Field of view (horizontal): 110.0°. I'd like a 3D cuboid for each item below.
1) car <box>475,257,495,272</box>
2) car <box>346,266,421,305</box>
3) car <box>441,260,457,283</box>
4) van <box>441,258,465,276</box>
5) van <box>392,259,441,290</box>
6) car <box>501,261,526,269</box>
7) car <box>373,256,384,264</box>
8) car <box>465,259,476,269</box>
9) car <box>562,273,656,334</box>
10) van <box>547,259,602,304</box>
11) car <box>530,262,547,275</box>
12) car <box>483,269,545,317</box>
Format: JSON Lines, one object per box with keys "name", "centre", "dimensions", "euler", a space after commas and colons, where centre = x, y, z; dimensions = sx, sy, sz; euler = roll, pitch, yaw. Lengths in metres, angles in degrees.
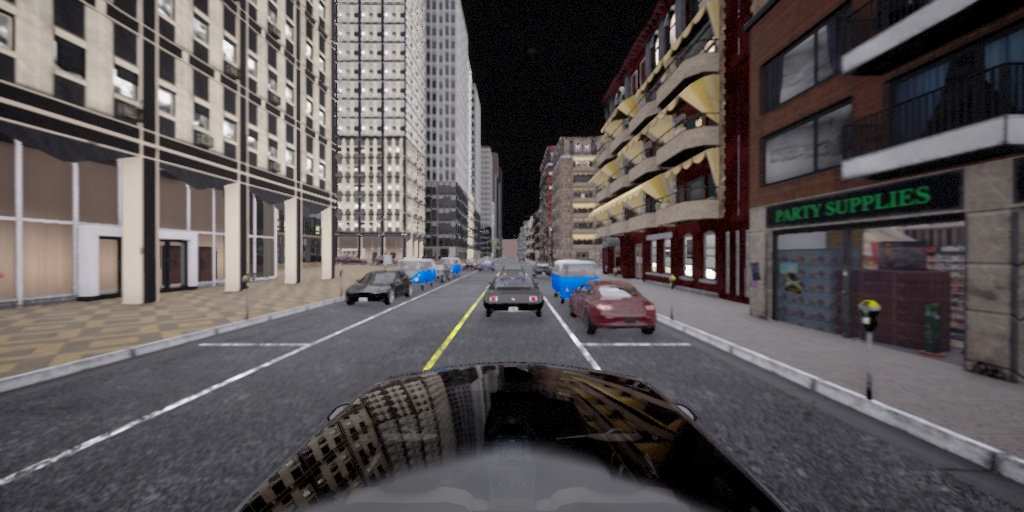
{"name": "car", "centre": [-3.072, 1.198, 43.927], "dimensions": [1.812, 1.442, 4.674], "euler": [0, 0, 0]}
{"name": "car", "centre": [-5.688, 1.287, 15.882], "dimensions": [1.948, 1.339, 4.313], "euler": [0, 0, 0]}
{"name": "car", "centre": [-5.687, 1.251, 27.179], "dimensions": [2.007, 1.370, 4.403], "euler": [0, 0, 0]}
{"name": "van", "centre": [-5.686, 1.031, 32.827], "dimensions": [1.690, 1.789, 3.998], "euler": [0, 0, 0]}
{"name": "van", "centre": [-5.688, 1.051, 21.530], "dimensions": [1.690, 1.789, 3.998], "euler": [0, 0, 0]}
{"name": "car", "centre": [0.066, 1.299, 28.136], "dimensions": [1.895, 1.301, 4.718], "euler": [0, 0, 0]}
{"name": "car", "centre": [-21.140, 0.716, 60.542], "dimensions": [4.097, 1.591, 1.967], "euler": [0, 0, 0]}
{"name": "car", "centre": [-5.685, 1.103, 49.773], "dimensions": [1.967, 1.591, 4.097], "euler": [0, 0, 0]}
{"name": "car", "centre": [2.691, 1.314, 10.232], "dimensions": [1.802, 1.307, 4.207], "euler": [0, 0, 0]}
{"name": "van", "centre": [2.692, 1.061, 15.881], "dimensions": [1.690, 1.789, 3.998], "euler": [0, 0, 0]}
{"name": "car", "centre": [2.694, 1.240, 32.826], "dimensions": [2.007, 1.370, 4.403], "euler": [0, 0, 0]}
{"name": "car", "centre": [0.064, 1.327, 13.129], "dimensions": [1.895, 1.301, 4.718], "euler": [0, 0, 0]}
